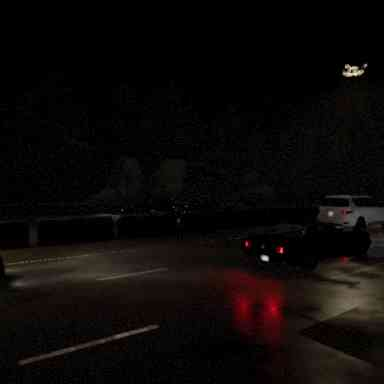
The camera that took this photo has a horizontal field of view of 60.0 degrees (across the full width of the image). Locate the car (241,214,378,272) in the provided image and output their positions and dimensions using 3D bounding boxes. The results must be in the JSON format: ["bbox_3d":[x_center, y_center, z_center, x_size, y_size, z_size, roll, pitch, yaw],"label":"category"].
[{"bbox_3d":[3.907,1.613,10.909,4.718,1.301,1.895,0,0,-36],"label":"car"}]

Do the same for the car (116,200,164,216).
[{"bbox_3d":[-5.356,1.572,34.673,4.674,1.442,1.812,0,0,-36],"label":"car"}]

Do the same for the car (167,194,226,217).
[{"bbox_3d":[0.869,1.241,30.525,5.566,2.045,2.150,0,0,-36],"label":"car"}]

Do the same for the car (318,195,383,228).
[{"bbox_3d":[9.586,1.204,19.349,5.566,2.045,2.150,0,0,-36],"label":"car"}]

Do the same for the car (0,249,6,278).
[{"bbox_3d":[-6.805,1.372,7.468,4.553,1.767,2.097,0,0,-36],"label":"car"}]

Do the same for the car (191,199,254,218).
[{"bbox_3d":[2.908,1.557,27.680,5.357,1.411,2.033,0,0,-36],"label":"car"}]

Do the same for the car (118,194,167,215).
[{"bbox_3d":[-3.985,1.262,31.353,5.566,2.045,2.150,-1,0,-36],"label":"car"}]
